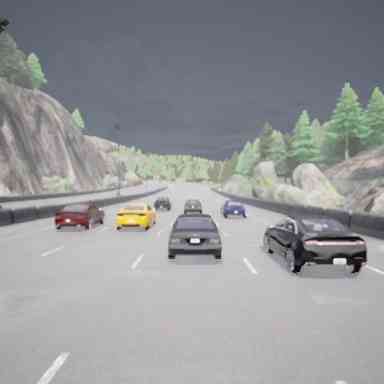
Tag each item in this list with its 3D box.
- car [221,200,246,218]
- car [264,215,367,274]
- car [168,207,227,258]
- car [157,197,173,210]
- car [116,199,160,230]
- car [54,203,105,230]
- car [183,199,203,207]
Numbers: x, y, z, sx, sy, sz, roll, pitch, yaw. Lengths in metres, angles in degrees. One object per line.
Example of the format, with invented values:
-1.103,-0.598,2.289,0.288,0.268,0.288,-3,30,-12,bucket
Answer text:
3.601,1.460,29.473,1.812,1.442,4.674,0,0,0,car
3.600,1.474,10.530,2.128,1.511,4.902,0,0,0,car
0.097,1.527,12.620,2.033,1.411,5.357,0,0,0,car
-3.398,1.373,39.321,1.837,1.490,4.892,0,0,0,car
-3.399,1.443,20.881,1.882,1.535,5.008,0,0,0,car
-6.899,1.443,20.953,1.882,1.535,5.008,0,0,0,car
0.101,1.458,33.647,2.033,1.411,5.357,0,0,0,car
